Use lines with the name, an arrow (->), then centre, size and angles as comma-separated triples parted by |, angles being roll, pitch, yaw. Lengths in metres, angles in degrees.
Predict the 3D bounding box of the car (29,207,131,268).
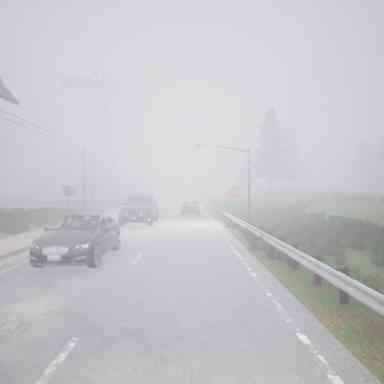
car -> -3.692, 1.494, 11.303 | 2.128, 1.511, 4.902 | 0, 0, 0

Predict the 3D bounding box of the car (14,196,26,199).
car -> -32.852, 1.530, 63.492 | 1.784, 1.438, 3.905 | 0, 0, -1

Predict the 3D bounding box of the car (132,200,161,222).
car -> -3.804, 1.559, 28.468 | 1.812, 1.442, 4.674 | 0, 2, 0

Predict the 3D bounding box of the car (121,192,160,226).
car -> -3.699, 1.161, 23.788 | 2.150, 2.045, 5.566 | 0, 3, -1

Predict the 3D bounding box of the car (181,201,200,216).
car -> -0.188, 1.552, 33.181 | 2.033, 1.411, 5.357 | 0, 0, -1
